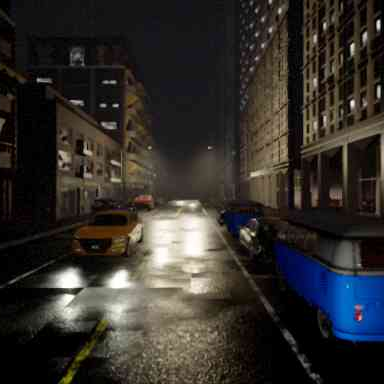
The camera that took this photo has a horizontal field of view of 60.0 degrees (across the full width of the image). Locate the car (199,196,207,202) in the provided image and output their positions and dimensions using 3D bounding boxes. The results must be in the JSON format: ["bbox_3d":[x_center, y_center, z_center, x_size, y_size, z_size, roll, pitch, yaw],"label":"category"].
[{"bbox_3d":[2.624,1.607,79.582,1.802,1.307,4.206,0,0,0],"label":"car"}]

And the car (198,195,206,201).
[{"bbox_3d":[2.620,1.471,85.230,1.967,1.590,4.097,0,0,0],"label":"car"}]

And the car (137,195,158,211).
[{"bbox_3d":[-5.722,1.317,40.034,2.192,1.841,5.009,0,0,0],"label":"car"}]

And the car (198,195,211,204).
[{"bbox_3d":[2.639,1.592,62.635,1.802,1.307,4.206,0,0,0],"label":"car"}]

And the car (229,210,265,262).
[{"bbox_3d":[2.682,1.548,11.798,2.008,1.369,4.403,0,0,0],"label":"car"}]

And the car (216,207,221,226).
[{"bbox_3d":[2.672,1.563,23.095,1.947,1.339,4.313,0,0,0],"label":"car"}]

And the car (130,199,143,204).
[{"bbox_3d":[-5.713,1.581,28.737,1.802,1.307,4.206,0,0,0],"label":"car"}]

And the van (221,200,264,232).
[{"bbox_3d":[2.678,1.338,17.447,1.690,1.788,3.998,0,0,0],"label":"van"}]

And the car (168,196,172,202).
[{"bbox_3d":[-5.746,1.541,68.107,1.752,1.417,4.829,0,0,0],"label":"car"}]

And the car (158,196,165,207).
[{"bbox_3d":[-5.731,1.572,51.332,1.947,1.339,4.313,0,0,0],"label":"car"}]

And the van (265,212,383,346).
[{"bbox_3d":[2.687,1.339,6.150,1.690,1.788,3.998,0,0,0],"label":"van"}]

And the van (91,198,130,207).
[{"bbox_3d":[-5.708,1.340,23.089,1.690,1.788,3.998,0,0,0],"label":"van"}]

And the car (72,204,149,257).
[{"bbox_3d":[-3.092,1.476,13.125,1.882,1.535,5.008,0,0,0],"label":"car"}]

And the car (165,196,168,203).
[{"bbox_3d":[-5.736,1.559,56.980,2.008,1.369,4.403,0,0,0],"label":"car"}]

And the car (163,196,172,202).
[{"bbox_3d":[-5.755,1.571,79.575,1.887,1.381,4.507,0,0,0],"label":"car"}]
